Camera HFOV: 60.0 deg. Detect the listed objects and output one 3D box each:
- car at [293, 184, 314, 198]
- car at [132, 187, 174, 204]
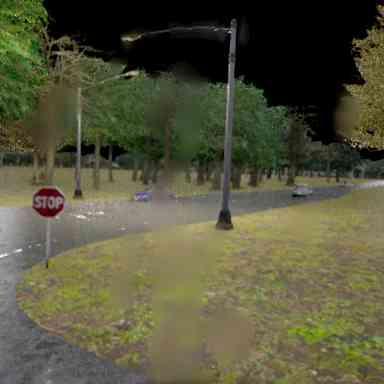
[{"bbox_3d":[15.694,0.069,46.597,1.994,1.385,4.181,5,4,35],"label":"car"},{"bbox_3d":[-3.631,0.283,31.616,1.812,1.442,4.674,5,5,35],"label":"car"}]
